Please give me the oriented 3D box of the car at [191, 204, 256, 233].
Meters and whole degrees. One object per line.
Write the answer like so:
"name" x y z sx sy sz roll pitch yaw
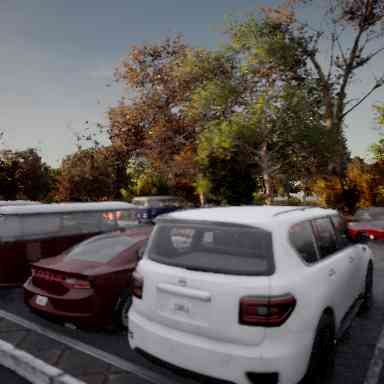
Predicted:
"car" 2.099 1.571 21.016 2.002 1.452 4.674 0 0 35

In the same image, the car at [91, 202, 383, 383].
"car" 1.451 1.227 5.461 2.435 2.045 5.566 0 0 35

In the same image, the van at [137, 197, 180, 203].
"van" -2.371 1.339 24.346 1.878 1.987 4.442 -1 0 35

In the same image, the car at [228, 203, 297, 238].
"car" 4.262 1.511 19.251 1.946 1.575 5.366 0 0 35

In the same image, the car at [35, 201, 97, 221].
"car" -11.499 1.661 30.723 2.097 1.535 5.008 -1 -1 36

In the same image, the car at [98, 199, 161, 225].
"car" -4.720 1.460 25.840 2.185 1.767 4.553 -1 0 35

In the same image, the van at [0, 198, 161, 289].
"van" -3.067 1.287 8.783 1.878 1.987 4.442 0 0 35

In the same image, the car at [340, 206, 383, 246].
"car" 8.892 1.509 16.148 2.163 1.488 4.792 0 0 35

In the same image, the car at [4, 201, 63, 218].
"car" -16.035 1.729 33.952 2.097 1.535 5.008 -1 -1 36

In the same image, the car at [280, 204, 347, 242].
"car" 6.636 1.496 17.782 2.097 1.535 5.008 0 0 35

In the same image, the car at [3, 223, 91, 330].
"car" -0.852 1.495 7.058 2.097 1.535 5.008 0 0 35
